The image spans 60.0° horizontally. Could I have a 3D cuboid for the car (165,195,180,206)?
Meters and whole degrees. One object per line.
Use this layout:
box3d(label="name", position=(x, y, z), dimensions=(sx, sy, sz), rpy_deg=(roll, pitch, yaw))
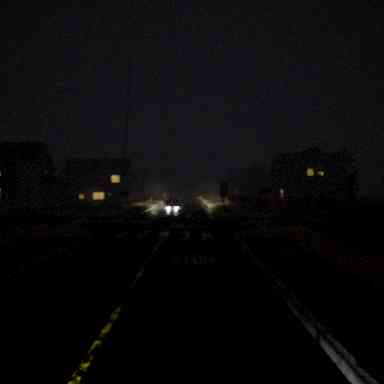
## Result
box3d(label="car", position=(-2.750, 1.193, 47.688), dimensions=(2.128, 1.511, 4.902), rpy_deg=(0, 0, 0))
